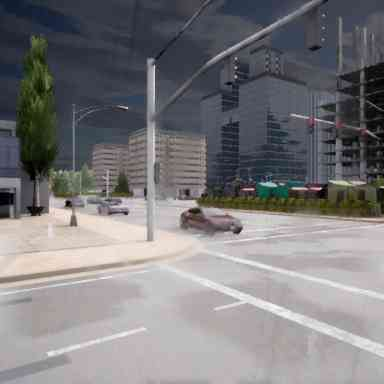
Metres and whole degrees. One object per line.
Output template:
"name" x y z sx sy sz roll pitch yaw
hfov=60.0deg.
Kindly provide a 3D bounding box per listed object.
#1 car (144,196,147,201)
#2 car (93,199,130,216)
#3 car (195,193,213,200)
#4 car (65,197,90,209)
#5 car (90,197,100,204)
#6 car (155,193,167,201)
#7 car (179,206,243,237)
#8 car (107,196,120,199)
"car" -9.371 1.153 81.068 4.605 1.855 1.932 0 0 -34
"car" -7.720 1.601 32.385 1.895 1.301 4.718 0 0 -33
"car" 3.242 1.156 62.414 3.866 1.878 1.905 0 0 -34
"car" -16.053 1.492 45.456 2.128 1.511 4.902 0 0 -32
"car" -18.284 1.564 62.222 1.994 1.385 4.181 0 0 -33
"car" -7.793 1.156 78.641 3.866 1.878 1.905 0 0 -34
"car" 0.892 1.526 18.508 1.812 1.442 4.674 0 0 -29
"car" -15.326 1.547 64.118 2.033 1.411 5.357 0 0 -34
